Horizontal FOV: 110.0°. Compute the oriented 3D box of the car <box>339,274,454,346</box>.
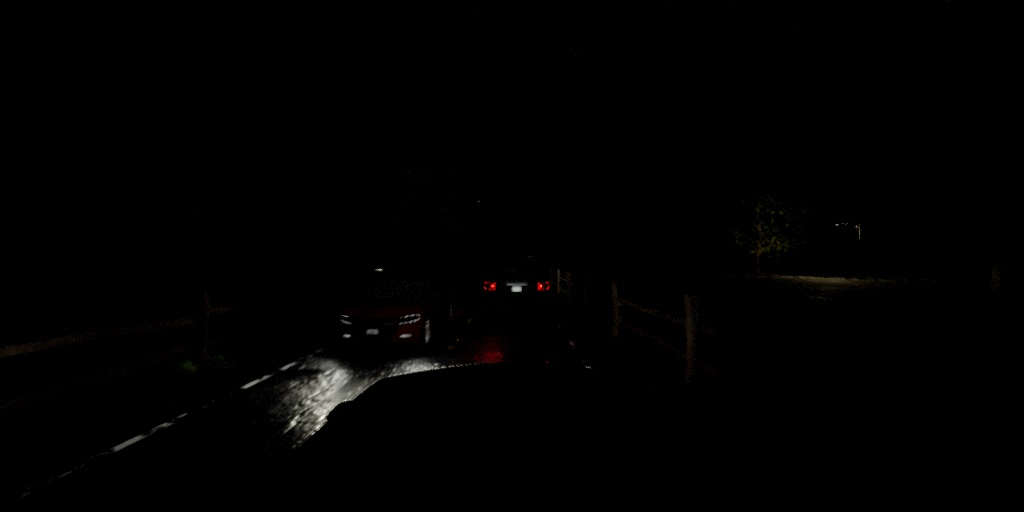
[{"bbox_3d":[-2.832,1.287,9.790,1.882,1.535,5.008,0,0,0],"label":"car"}]

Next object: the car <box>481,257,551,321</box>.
[{"bbox_3d":[0.135,1.059,12.922,2.150,2.045,5.566,0,0,0],"label":"car"}]

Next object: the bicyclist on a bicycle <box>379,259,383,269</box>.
[{"bbox_3d":[-21.834,1.367,59.966,0.582,1.620,1.656,1,0,3],"label":"bicyclist on a bicycle"}]
